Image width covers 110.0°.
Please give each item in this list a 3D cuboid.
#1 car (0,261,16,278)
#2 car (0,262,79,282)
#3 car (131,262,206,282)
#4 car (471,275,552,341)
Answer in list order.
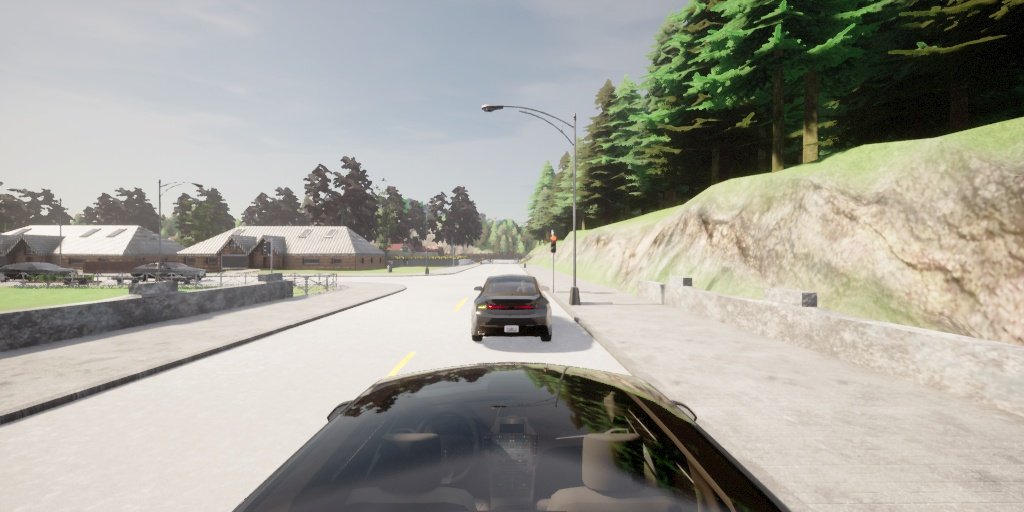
[{"bbox_3d":[-48.134,1.228,32.066,5.008,1.535,1.882,0,0,0],"label":"car"},{"bbox_3d":[-37.063,1.228,28.023,5.008,1.535,1.882,0,0,0],"label":"car"},{"bbox_3d":[-26.813,1.241,28.108,4.902,1.511,2.128,0,0,0],"label":"car"},{"bbox_3d":[-0.010,1.255,9.813,1.837,1.490,4.892,0,0,0],"label":"car"}]
